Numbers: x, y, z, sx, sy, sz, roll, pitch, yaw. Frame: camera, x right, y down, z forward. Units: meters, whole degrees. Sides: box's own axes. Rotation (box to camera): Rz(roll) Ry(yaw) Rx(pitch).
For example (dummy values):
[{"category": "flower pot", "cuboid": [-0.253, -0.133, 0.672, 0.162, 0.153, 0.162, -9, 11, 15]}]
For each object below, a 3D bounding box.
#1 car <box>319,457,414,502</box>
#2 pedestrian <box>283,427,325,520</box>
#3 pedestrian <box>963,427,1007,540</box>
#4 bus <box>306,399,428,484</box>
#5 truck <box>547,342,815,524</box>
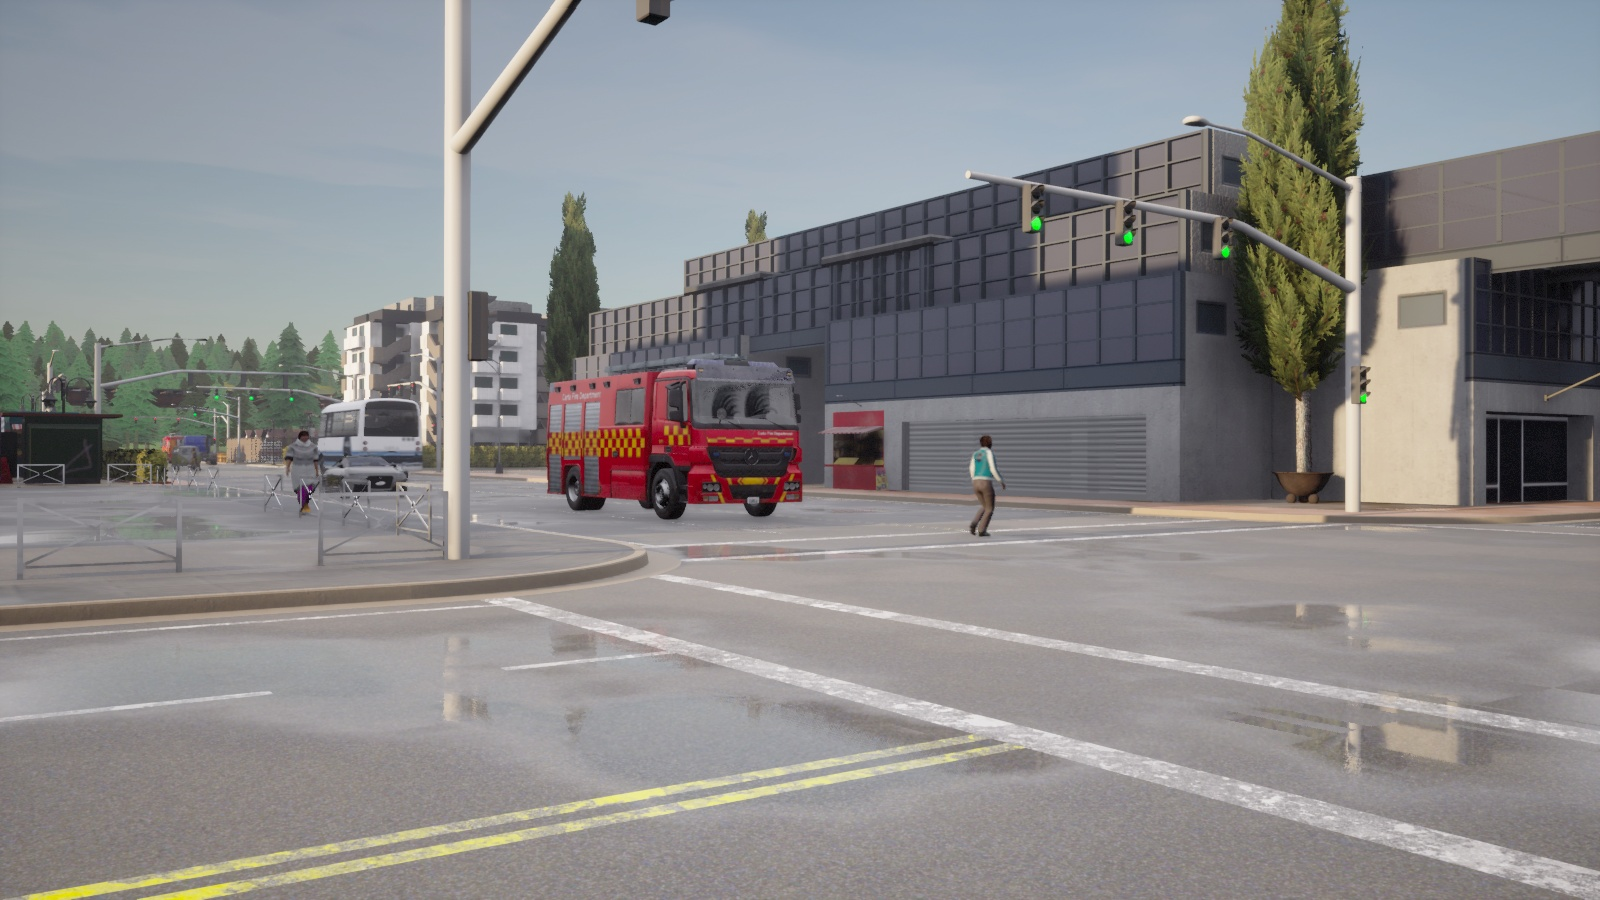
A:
[{"category": "car", "cuboid": [-14.304, 0.940, 41.315, 1.994, 1.385, 4.181, 0, 0, -33]}, {"category": "pedestrian", "cuboid": [-10.564, 0.491, 26.745, 0.659, 1.952, 0.873, 0, 0, -33]}, {"category": "pedestrian", "cuboid": [3.222, 0.572, 21.869, 0.692, 1.930, 0.396, 0, 0, -41]}, {"category": "bus", "cuboid": [-23.853, -0.413, 68.708, 3.944, 4.253, 10.273, 0, 0, -33]}, {"category": "truck", "cuboid": [-3.203, -0.338, 30.756, 2.891, 3.827, 8.468, 0, 0, -33]}]
